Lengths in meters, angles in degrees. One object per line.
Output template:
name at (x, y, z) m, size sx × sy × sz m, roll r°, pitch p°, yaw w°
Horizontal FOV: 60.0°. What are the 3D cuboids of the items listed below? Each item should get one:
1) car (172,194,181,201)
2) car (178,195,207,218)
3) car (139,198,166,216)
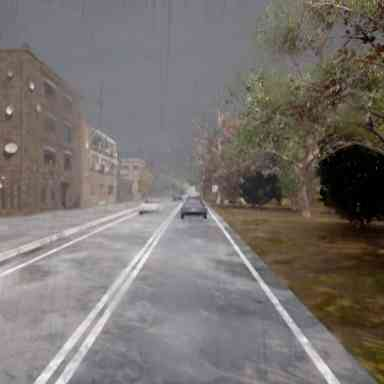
car at (-2.971, 1.123, 69.028) m, size 2.033 × 1.411 × 5.357 m, roll 0°, pitch 0°, yaw 0°
car at (0.143, 1.206, 25.771) m, size 1.994 × 1.385 × 4.181 m, roll 0°, pitch 1°, yaw 0°
car at (-3.290, 1.220, 28.138) m, size 1.895 × 1.301 × 4.718 m, roll 0°, pitch 1°, yaw 0°
